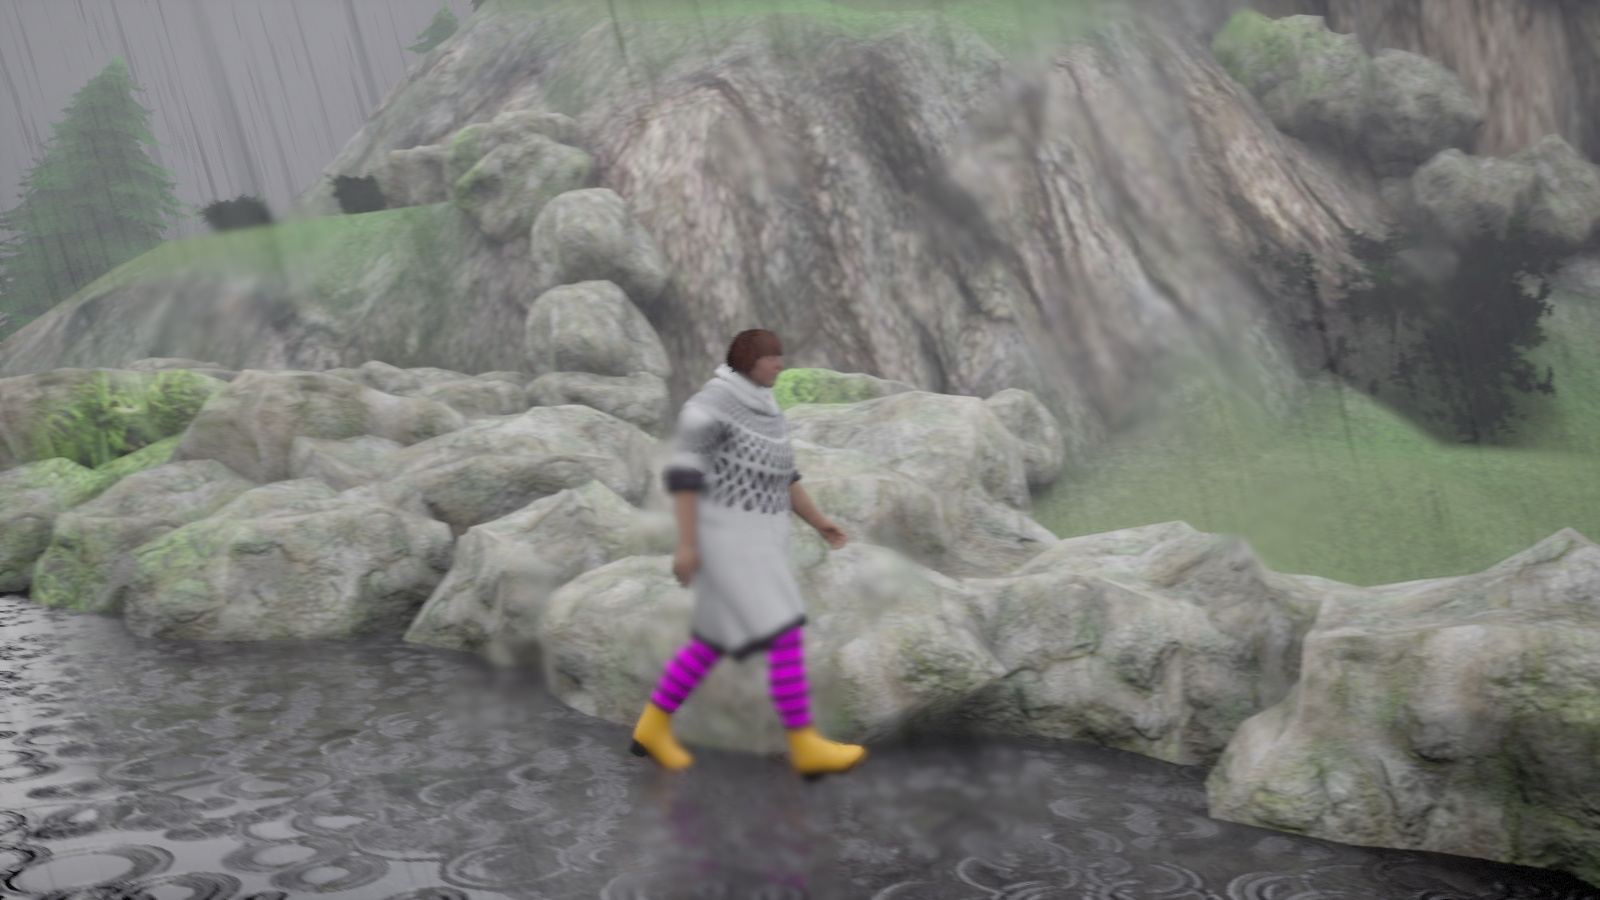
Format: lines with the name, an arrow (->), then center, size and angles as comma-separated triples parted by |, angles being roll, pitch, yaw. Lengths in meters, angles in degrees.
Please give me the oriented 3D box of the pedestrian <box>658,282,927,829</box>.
pedestrian -> -0.009, 0.375, 4.922 | 0.873, 1.952, 0.659 | 0, 1, 18
